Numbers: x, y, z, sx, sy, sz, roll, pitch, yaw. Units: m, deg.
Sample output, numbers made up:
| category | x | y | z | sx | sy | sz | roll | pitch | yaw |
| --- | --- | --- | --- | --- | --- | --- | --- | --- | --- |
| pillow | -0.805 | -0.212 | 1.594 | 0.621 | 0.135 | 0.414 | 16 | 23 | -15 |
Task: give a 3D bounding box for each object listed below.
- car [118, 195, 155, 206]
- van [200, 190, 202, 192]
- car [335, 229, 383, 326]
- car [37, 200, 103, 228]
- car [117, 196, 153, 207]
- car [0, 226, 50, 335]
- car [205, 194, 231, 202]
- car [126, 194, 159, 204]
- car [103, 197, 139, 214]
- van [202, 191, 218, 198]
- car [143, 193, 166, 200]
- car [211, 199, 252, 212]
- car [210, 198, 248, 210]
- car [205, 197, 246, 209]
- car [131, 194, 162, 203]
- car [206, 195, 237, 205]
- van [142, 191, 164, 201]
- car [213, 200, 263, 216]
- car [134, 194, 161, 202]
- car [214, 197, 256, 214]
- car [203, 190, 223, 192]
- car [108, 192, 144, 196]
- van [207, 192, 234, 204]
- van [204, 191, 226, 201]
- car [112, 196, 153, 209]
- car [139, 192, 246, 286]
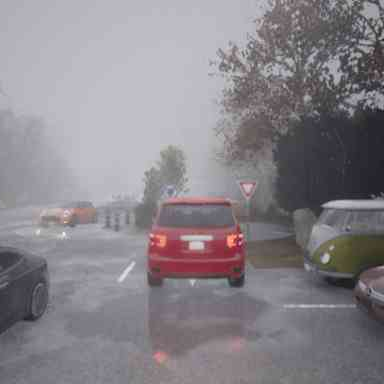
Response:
| category | x | y | z | sx | sy | sz | roll | pitch | yaw |
| --- | --- | --- | --- | --- | --- | --- | --- | --- | --- |
| car | -8.498 | 1.333 | 51.463 | 5.366 | 1.575 | 1.946 | 0 | 1 | 0 |
| van | 4.644 | 0.791 | 73.583 | 4.442 | 1.987 | 1.878 | 0 | 1 | 0 |
| car | 5.045 | 1.464 | 5.169 | 4.674 | 1.452 | 2.002 | 0 | 1 | 0 |
| car | -7.881 | 1.323 | 21.494 | 2.097 | 1.767 | 4.553 | 0 | -2 | 8 |
| car | -8.306 | 1.391 | 48.688 | 4.892 | 1.521 | 2.231 | 0 | 1 | 0 |
| car | -3.507 | 1.479 | 4.405 | 1.812 | 1.442 | 4.674 | 0 | 0 | 0 |
| car | 4.793 | 1.172 | 62.508 | 4.792 | 1.488 | 2.163 | 0 | 1 | 0 |
| car | -8.500 | 1.226 | 57.135 | 5.366 | 1.575 | 1.946 | 0 | 1 | 0 |
| car | -8.338 | 1.633 | 37.586 | 4.792 | 1.488 | 2.163 | 0 | 1 | 0 |
| van | 4.873 | 0.613 | 90.328 | 4.442 | 1.987 | 1.878 | 0 | 1 | 0 |
| car | -8.348 | 1.045 | 73.660 | 4.792 | 1.488 | 2.163 | 0 | 1 | 0 |
| car | 4.741 | 1.580 | 40.358 | 4.792 | 1.488 | 2.163 | 0 | 1 | 0 |
| car | 4.767 | 1.537 | 43.128 | 4.674 | 1.452 | 2.002 | 0 | 1 | 0 |
| car | 4.583 | 1.441 | 45.897 | 5.366 | 1.575 | 1.946 | 0 | 1 | 0 |
| car | -8.130 | 1.180 | 59.788 | 5.366 | 1.575 | 1.946 | 0 | 1 | 0 |
| car | 4.738 | 1.313 | 54.205 | 4.792 | 1.488 | 2.163 | 0 | 1 | 0 |
| van | -8.202 | 0.819 | 70.882 | 4.442 | 1.987 | 1.878 | 0 | 1 | 0 |
| car | 4.767 | 1.655 | 34.942 | 5.008 | 1.535 | 2.097 | 0 | 1 | 0 |
| car | -8.322 | 1.143 | 62.555 | 4.892 | 1.521 | 2.231 | 0 | 1 | 0 |
| car | 4.802 | 1.476 | 37.710 | 4.553 | 1.767 | 2.185 | 0 | 1 | 0 |
| car | 4.796 | 1.085 | 51.431 | 5.566 | 2.045 | 2.435 | 0 | 1 | 0 |
| car | -8.282 | 1.245 | 43.131 | 5.566 | 2.045 | 2.435 | 0 | 1 | 0 |
| van | 4.882 | 1.004 | 57.094 | 4.442 | 1.987 | 1.878 | 0 | 1 | 0 |
| van | 4.878 | 0.820 | 70.813 | 4.442 | 1.987 | 1.878 | 0 | 1 | 0 |
| car | -8.126 | 1.440 | 45.912 | 5.366 | 1.575 | 1.946 | 0 | 1 | 0 |
| car | 0.082 | 1.122 | 9.228 | 2.150 | 2.045 | 5.566 | 0 | 1 | 0 |
